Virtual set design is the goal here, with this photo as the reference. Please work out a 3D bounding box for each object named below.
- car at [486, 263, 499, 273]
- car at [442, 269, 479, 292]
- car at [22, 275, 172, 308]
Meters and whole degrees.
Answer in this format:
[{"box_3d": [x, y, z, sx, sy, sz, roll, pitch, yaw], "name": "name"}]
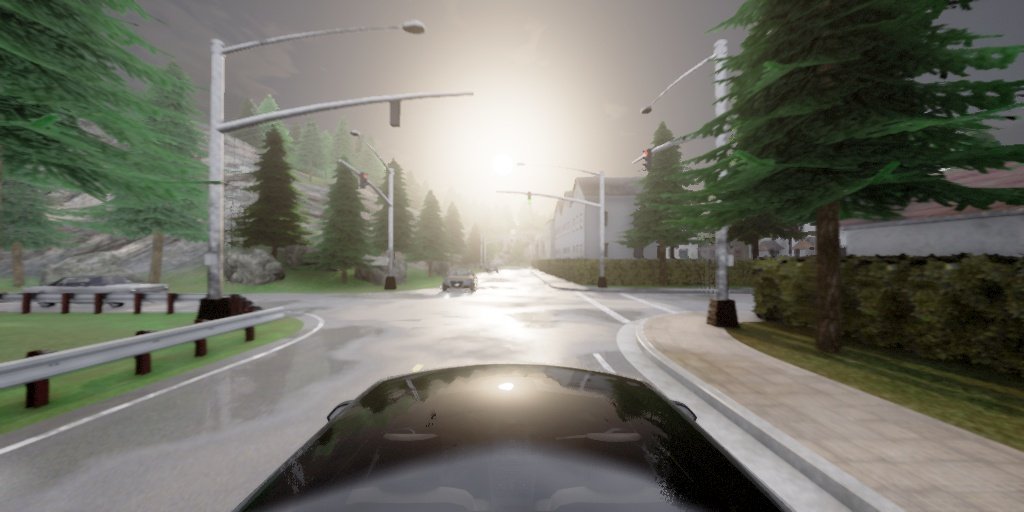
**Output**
[{"box_3d": [-3.113, 1.931, 58.020, 2.128, 1.511, 4.902, 0, -1, 0], "name": "car"}, {"box_3d": [-3.355, 1.582, 23.879, 1.994, 1.385, 4.181, 0, -1, 0], "name": "car"}, {"box_3d": [-17.987, 1.504, 15.740, 4.718, 1.301, 1.895, 0, -1, 0], "name": "car"}]
